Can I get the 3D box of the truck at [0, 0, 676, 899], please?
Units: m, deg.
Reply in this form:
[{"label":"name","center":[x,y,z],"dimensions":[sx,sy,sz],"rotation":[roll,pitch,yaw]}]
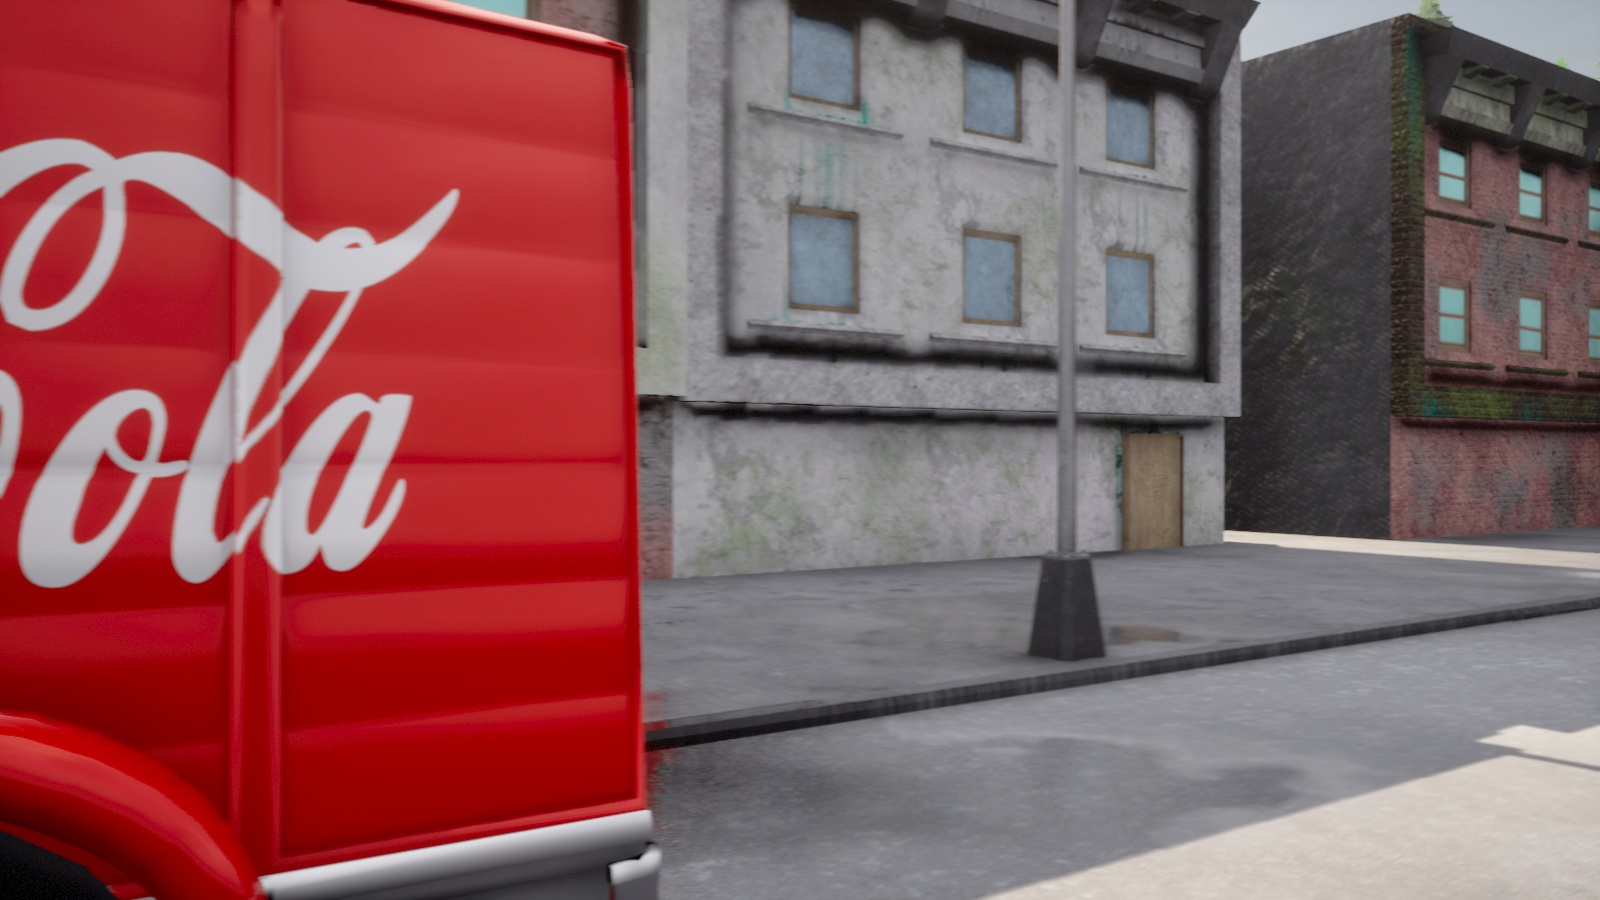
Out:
[{"label":"truck","center":[-3.133,0.270,2.089],"dimensions":[5.204,2.467,2.627],"rotation":[0,0,-35]}]
